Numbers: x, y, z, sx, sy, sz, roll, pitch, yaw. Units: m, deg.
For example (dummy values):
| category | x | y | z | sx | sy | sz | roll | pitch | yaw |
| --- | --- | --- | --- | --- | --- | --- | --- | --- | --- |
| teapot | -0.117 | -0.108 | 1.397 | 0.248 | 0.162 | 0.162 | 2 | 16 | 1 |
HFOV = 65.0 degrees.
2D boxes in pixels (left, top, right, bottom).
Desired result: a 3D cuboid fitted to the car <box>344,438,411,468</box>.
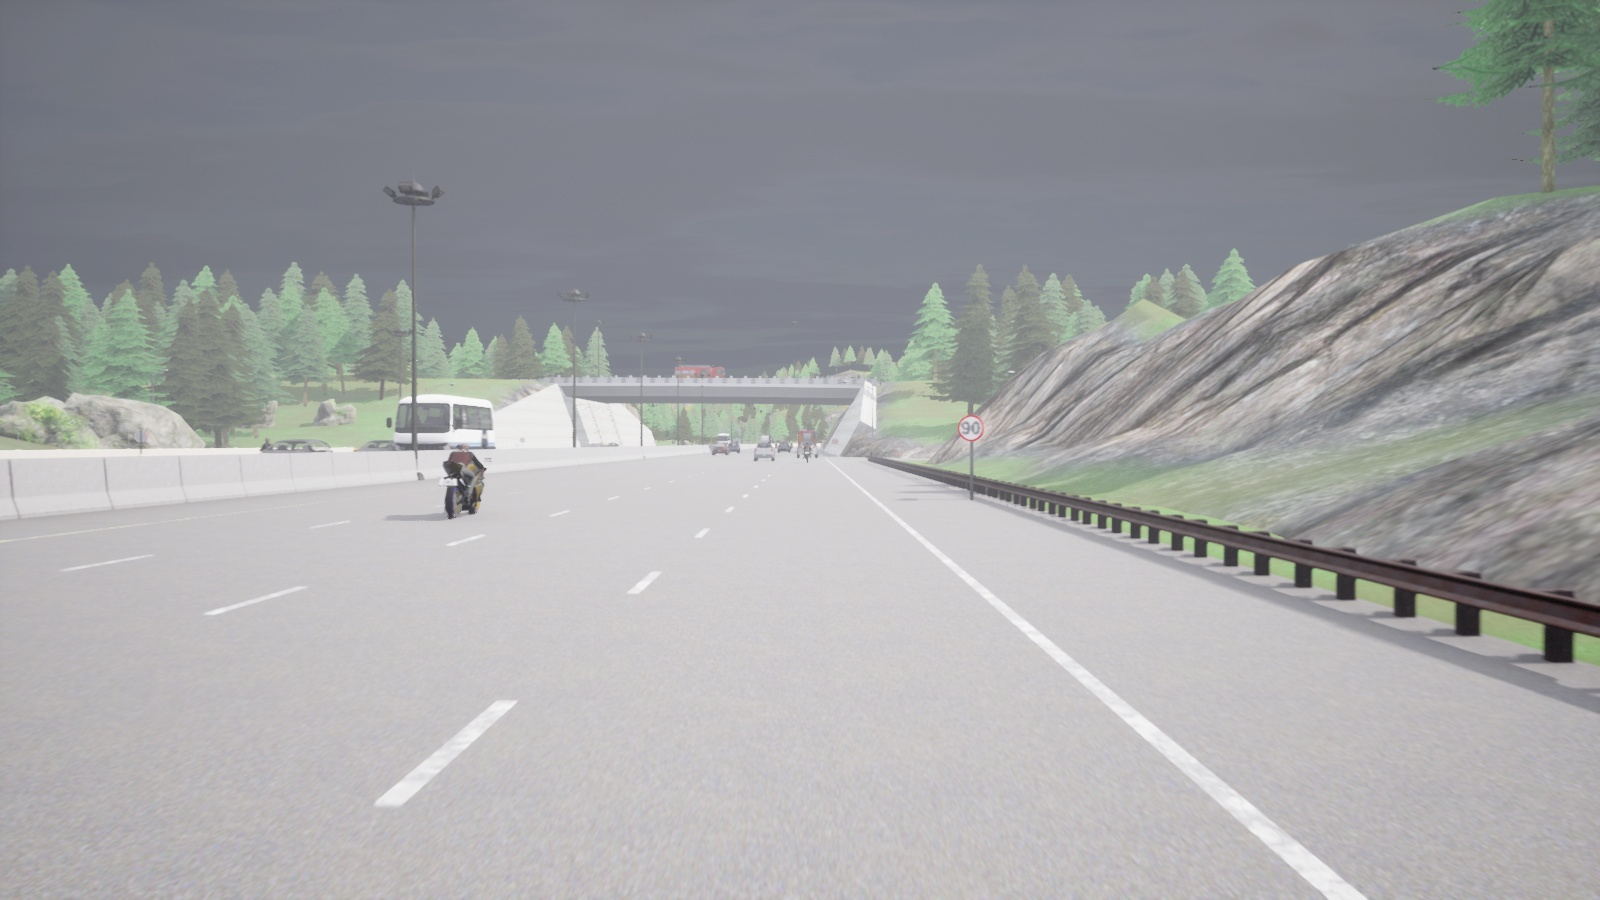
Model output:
| category | x | y | z | sx | sy | sz | roll | pitch | yaw |
| --- | --- | --- | --- | --- | --- | --- | --- | --- | --- |
| car | -24.076 | 0.166 | 71.794 | 2.242 | 1.667 | 4.611 | 0 | 0 | 0 |

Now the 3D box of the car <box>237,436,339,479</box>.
| category | x | y | z | sx | sy | sz | roll | pitch | yaw |
| --- | --- | --- | --- | --- | --- | --- | --- | --- | --- |
| car | -20.695 | 0.288 | 51.001 | 2.242 | 1.667 | 4.611 | 0 | 0 | 0 |

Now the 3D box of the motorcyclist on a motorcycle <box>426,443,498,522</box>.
| category | x | y | z | sx | sy | sz | roll | pitch | yaw |
| --- | --- | --- | --- | --- | --- | --- | --- | --- | --- |
| motorcyclist on a motorcycle | -6.839 | 0.632 | 25.552 | 0.866 | 1.530 | 2.191 | 0 | 0 | 0 |

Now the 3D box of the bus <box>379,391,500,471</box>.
| category | x | y | z | sx | sy | sz | roll | pitch | yaw |
| --- | --- | --- | --- | --- | --- | --- | --- | --- | --- |
| bus | -20.571 | -1.055 | 72.515 | 3.944 | 4.253 | 10.273 | 0 | 0 | 0 |
